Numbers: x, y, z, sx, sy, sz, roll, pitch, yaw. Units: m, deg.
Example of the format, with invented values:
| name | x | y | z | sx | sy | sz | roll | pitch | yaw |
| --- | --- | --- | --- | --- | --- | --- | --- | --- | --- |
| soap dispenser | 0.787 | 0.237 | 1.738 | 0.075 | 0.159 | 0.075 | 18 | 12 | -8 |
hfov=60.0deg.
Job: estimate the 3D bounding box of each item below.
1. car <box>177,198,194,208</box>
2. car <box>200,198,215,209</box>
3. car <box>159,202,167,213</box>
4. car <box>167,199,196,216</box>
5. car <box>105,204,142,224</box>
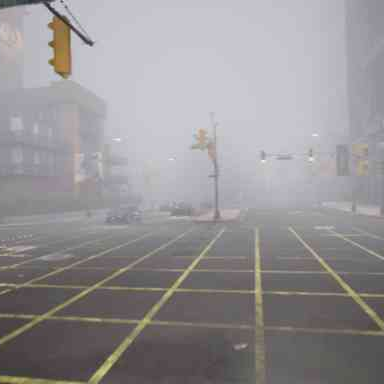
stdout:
| name | x | y | z | sx | sy | sz | roll | pitch | yaw |
| --- | --- | --- | --- | --- | --- | --- | --- | --- | --- |
| car | -0.954 | 1.688 | 52.797 | 1.812 | 1.442 | 4.674 | -2 | 0 | 11 |
| car | 2.486 | 1.773 | 52.132 | 1.882 | 1.535 | 5.008 | -2 | 0 | 11 |
| car | -2.881 | 1.905 | 43.198 | 1.994 | 1.385 | 4.181 | -2 | 0 | 11 |
| car | -0.882 | 1.803 | 35.194 | 1.994 | 1.385 | 4.181 | -2 | 0 | 11 |
| car | -5.704 | 1.832 | 28.200 | 1.837 | 1.490 | 4.892 | -2 | -1 | 11 |
